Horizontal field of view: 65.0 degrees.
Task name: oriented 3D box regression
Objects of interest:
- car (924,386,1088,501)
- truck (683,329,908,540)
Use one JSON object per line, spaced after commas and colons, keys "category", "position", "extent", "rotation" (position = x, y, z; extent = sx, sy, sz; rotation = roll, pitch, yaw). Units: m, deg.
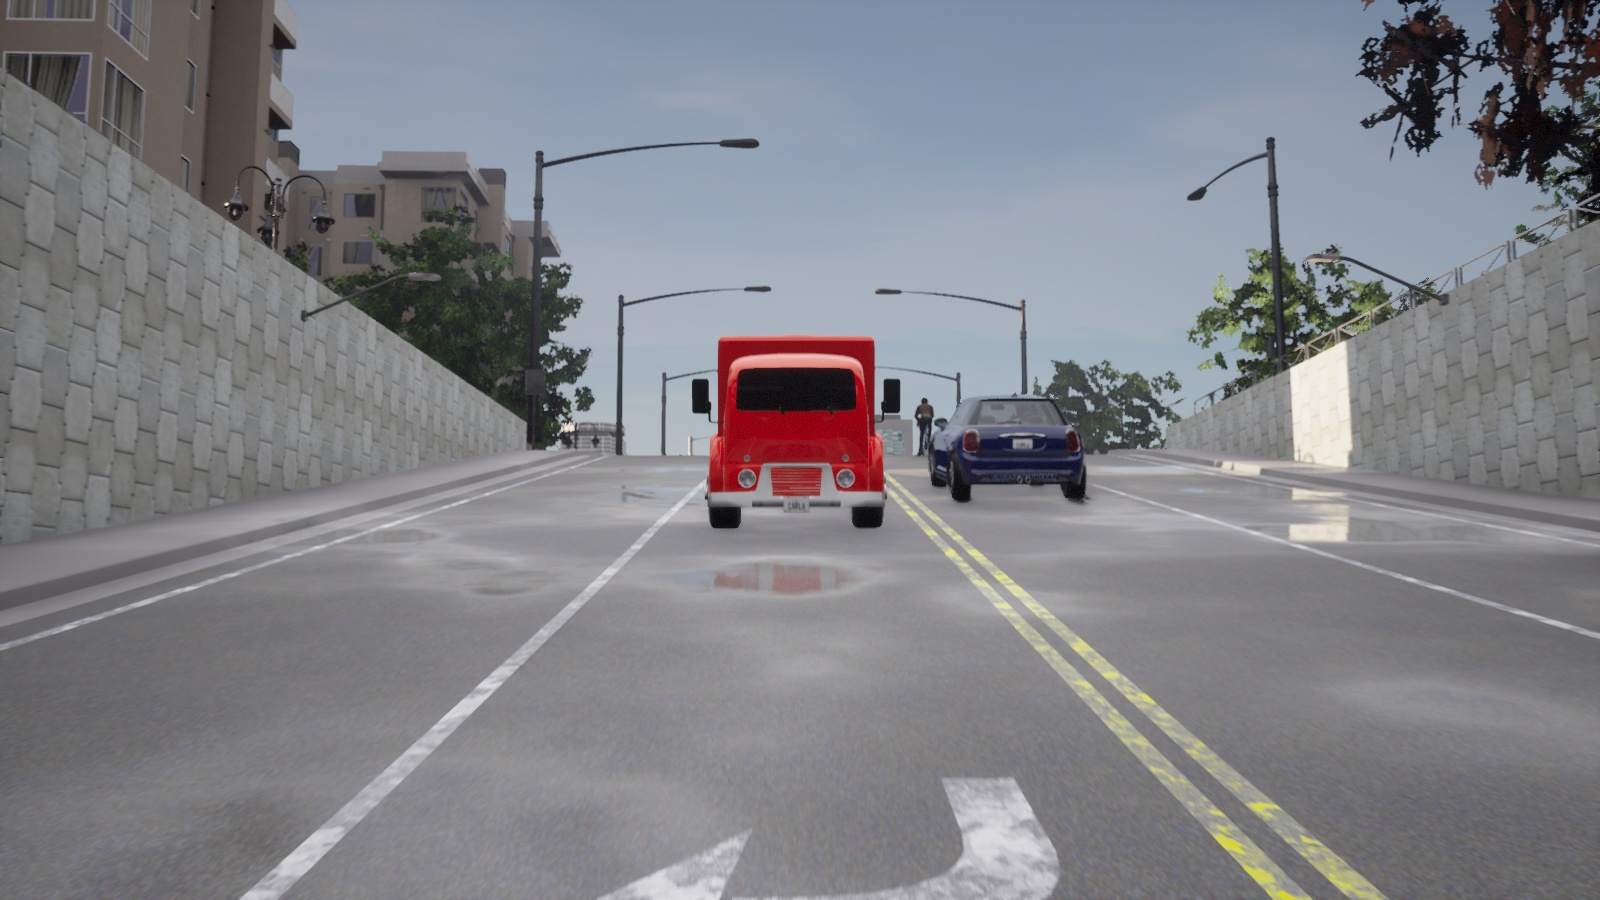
{"category": "car", "position": [3.436, -0.195, 21.873], "extent": [2.097, 1.767, 4.553], "rotation": [-1, 2, 0]}
{"category": "truck", "position": [-0.056, -0.313, 17.423], "extent": [2.627, 2.467, 5.204], "rotation": [-1, 3, 0]}
